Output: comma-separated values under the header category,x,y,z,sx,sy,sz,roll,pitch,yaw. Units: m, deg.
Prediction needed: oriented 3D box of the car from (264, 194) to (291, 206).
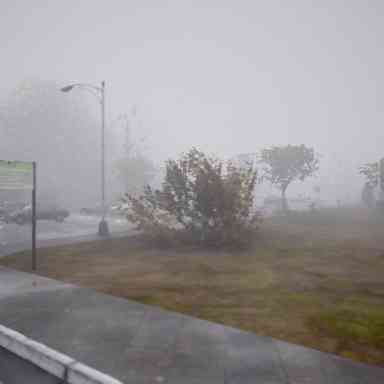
category,x,y,z,sx,sy,sz,roll,pitch,yaw
car,12.188,1.088,48.275,2.097,1.767,4.553,0,1,37

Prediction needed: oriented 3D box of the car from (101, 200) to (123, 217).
category,x,y,z,sx,sy,sz,roll,pitch,yaw
car,-5.836,1.513,31.491,1.812,1.442,4.674,0,0,39

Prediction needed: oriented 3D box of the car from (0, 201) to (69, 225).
category,x,y,z,sx,sy,sz,roll,pitch,yaw
car,-11.409,1.517,24.539,1.812,1.442,4.674,0,0,39

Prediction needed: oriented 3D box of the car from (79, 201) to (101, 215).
category,x,y,z,sx,sy,sz,roll,pitch,yaw
car,-8.606,1.534,33.632,2.033,1.411,5.357,0,0,39

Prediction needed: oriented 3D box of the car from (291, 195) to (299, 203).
category,x,y,z,sx,sy,sz,roll,pitch,yaw
car,18.005,1.132,56.626,1.895,1.301,4.718,0,1,32
